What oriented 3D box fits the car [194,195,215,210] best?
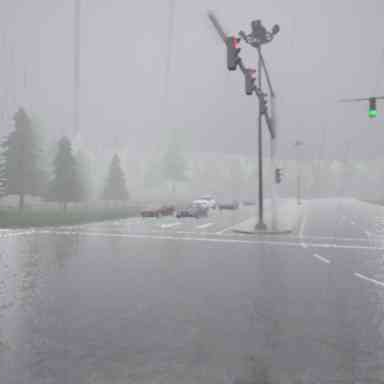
[{"bbox_3d":[1.713,1.517,46.091,2.150,2.045,5.566,-1,0,19],"label":"car"}]

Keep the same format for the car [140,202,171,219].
[{"bbox_3d":[-3.224,1.725,32.245,1.882,1.535,5.008,-1,0,20],"label":"car"}]

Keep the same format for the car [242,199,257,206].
[{"bbox_3d":[10.356,1.873,59.636,1.994,1.385,4.181,-1,0,20],"label":"car"}]

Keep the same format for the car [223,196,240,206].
[{"bbox_3d":[7.393,1.702,61.692,2.097,1.767,4.553,-1,0,21],"label":"car"}]

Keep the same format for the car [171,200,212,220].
[{"bbox_3d":[0.026,1.773,31.016,1.994,1.385,4.181,-1,0,20],"label":"car"}]

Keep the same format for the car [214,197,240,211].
[{"bbox_3d":[4.929,1.734,44.652,1.882,1.535,5.008,-1,0,20],"label":"car"}]
